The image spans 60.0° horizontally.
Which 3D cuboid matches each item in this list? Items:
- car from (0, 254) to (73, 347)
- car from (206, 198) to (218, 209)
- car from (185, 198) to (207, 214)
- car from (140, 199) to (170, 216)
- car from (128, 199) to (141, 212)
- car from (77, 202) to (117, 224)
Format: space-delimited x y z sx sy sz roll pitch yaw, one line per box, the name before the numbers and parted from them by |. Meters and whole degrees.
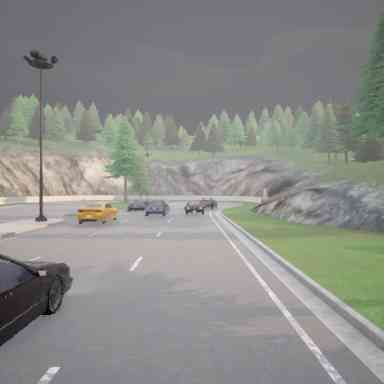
car | -3.399 1.547 4.467 2.033 1.411 5.357 0 0 0
car | 2.216 1.492 44.517 2.128 1.511 4.902 0 0 14
car | 0.341 1.601 34.364 1.895 1.301 4.718 0 0 3
car | -3.270 1.547 32.190 2.033 1.411 5.357 0 0 2
car | -6.101 1.564 39.423 1.994 1.385 4.181 0 0 8
car | -6.894 1.477 24.653 1.882 1.535 5.008 0 0 0
